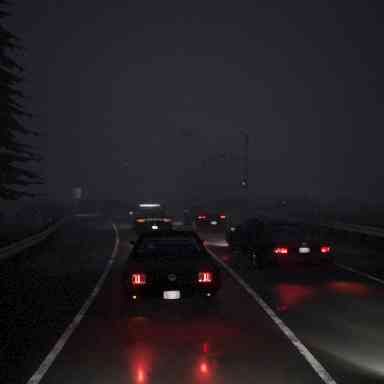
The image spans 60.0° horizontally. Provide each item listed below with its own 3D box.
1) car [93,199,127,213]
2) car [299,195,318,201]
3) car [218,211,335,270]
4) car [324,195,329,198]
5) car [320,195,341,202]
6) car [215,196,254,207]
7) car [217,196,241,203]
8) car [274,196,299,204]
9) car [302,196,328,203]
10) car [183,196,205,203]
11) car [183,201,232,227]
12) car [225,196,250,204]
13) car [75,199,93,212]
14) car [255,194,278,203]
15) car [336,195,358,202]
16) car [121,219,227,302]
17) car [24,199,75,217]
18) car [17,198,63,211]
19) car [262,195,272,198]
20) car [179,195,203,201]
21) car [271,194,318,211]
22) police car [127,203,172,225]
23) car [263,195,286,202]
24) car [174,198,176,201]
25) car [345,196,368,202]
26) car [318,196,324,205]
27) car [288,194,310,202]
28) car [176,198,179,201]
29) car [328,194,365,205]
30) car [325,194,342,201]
[{"bbox_3d":[-8.207,1.531,36.977,4.674,1.442,1.812,0,0,-21],"label":"car"},{"bbox_3d":[28.406,1.552,81.251,4.181,1.385,1.994,0,0,-27],"label":"car"},{"bbox_3d":[2.542,1.547,11.065,2.033,1.411,5.357,0,0,-8],"label":"car"},{"bbox_3d":[27.118,1.478,69.089,5.008,1.535,1.882,0,0,-21],"label":"car"},{"bbox_3d":[33.397,1.525,80.048,4.902,1.511,2.128,0,0,-31],"label":"car"},{"bbox_3d":[6.009,1.547,49.782,5.357,1.411,2.033,0,0,-21],"label":"car"},{"bbox_3d":[7.797,1.524,69.257,4.674,1.442,1.812,0,0,-21],"label":"car"},{"bbox_3d":[18.669,1.525,65.886,4.674,1.442,1.812,0,0,-20],"label":"car"},{"bbox_3d":[26.909,1.540,72.779,5.357,1.411,2.033,0,0,-23],"label":"car"},{"bbox_3d":[0.331,1.552,70.190,4.181,1.385,1.994,0,0,-21],"label":"car"},{"bbox_3d":[0.678,1.526,20.467,1.812,1.442,4.674,0,0,-13],"label":"car"},{"bbox_3d":[8.974,1.525,66.013,4.674,1.442,1.812,0,0,-20],"label":"car"},{"bbox_3d":[-11.779,1.553,39.358,5.357,1.411,2.033,0,0,-21],"label":"car"},{"bbox_3d":[16.221,1.355,72.422,4.553,1.767,2.097,0,0,-21],"label":"car"},{"bbox_3d":[36.141,1.540,77.654,5.357,1.411,2.033,0,0,-31],"label":"car"},{"bbox_3d":[-0.601,1.601,8.312,1.895,1.301,4.718,0,0,-6],"label":"car"},{"bbox_3d":[-13.437,1.572,31.258,4.181,1.385,1.994,0,0,-21],"label":"car"},{"bbox_3d":[-18.443,1.495,40.593,4.902,1.511,2.128,0,0,-21],"label":"car"},{"bbox_3d":[17.804,1.540,69.278,5.357,1.411,2.033,0,0,-21],"label":"car"},{"bbox_3d":[0.497,1.564,59.139,4.181,1.385,1.994,0,0,-21],"label":"car"},{"bbox_3d":[12.628,1.351,41.053,4.553,1.767,2.097,0,0,-21],"label":"car"},{"bbox_3d":[-2.267,1.425,17.776,1.930,1.638,5.238,0,0,-13],"label":"police car"},{"bbox_3d":[19.140,1.500,77.259,4.892,1.490,1.837,0,0,-21],"label":"car"},{"bbox_3d":[-1.583,1.491,65.810,4.902,1.511,2.128,0,0,-20],"label":"car"},{"bbox_3d":[36.425,1.540,73.694,5.357,1.411,2.033,0,0,-31],"label":"car"},{"bbox_3d":[17.017,1.351,50.180,4.553,1.767,2.097,0,0,-21],"label":"car"},{"bbox_3d":[24.278,1.355,75.501,4.553,1.767,2.097,0,0,-21],"label":"car"},{"bbox_3d":[-0.060,1.352,62.669,4.553,1.767,2.097,0,0,-22],"label":"car"},{"bbox_3d":[23.014,1.492,48.695,4.902,1.511,2.128,0,0,-21],"label":"car"},{"bbox_3d":[37.004,1.325,86.797,4.553,1.767,2.097,0,0,-35],"label":"car"}]
